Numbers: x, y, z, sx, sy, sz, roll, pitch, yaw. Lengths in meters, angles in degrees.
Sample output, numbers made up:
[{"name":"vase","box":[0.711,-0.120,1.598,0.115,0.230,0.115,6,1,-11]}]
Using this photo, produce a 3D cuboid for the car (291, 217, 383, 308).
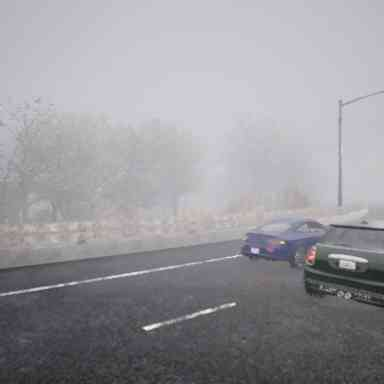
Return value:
[{"name":"car","box":[4.558,1.409,7.671,4.553,1.767,2.097,1,0,-40]}]

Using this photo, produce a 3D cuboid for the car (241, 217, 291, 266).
[{"name":"car","box":[3.621,1.596,11.460,4.674,1.442,1.812,0,0,-41]}]
